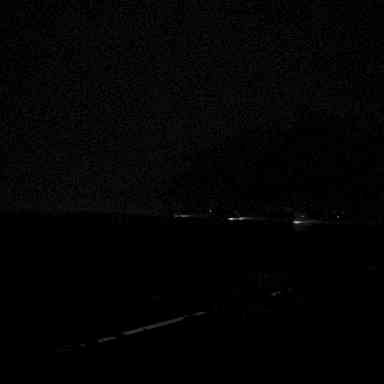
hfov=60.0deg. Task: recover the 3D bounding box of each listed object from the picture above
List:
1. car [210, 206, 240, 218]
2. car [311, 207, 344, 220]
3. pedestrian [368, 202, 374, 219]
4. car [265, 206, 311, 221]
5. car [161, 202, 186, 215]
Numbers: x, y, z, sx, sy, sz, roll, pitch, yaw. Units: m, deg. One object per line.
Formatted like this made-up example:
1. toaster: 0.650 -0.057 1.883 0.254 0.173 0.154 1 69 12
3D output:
1. car: 4.297 2.581 43.789 1.837 1.490 4.892 1 -2 -33
2. car: 13.753 2.307 35.909 1.895 1.301 4.718 1 -2 -32
3. pedestrian: 18.936 1.918 35.302 0.375 1.860 0.375 -2 1 -33
4. car: 9.818 2.259 35.353 1.812 1.442 4.674 1 -2 -33
5. car: -3.219 2.738 55.303 2.150 2.045 5.566 1 -2 -33
